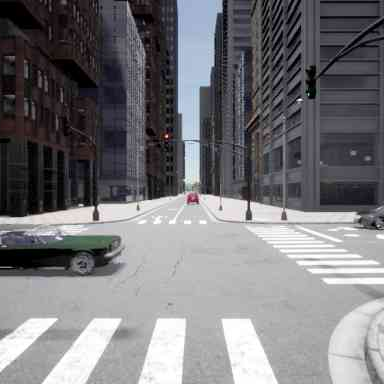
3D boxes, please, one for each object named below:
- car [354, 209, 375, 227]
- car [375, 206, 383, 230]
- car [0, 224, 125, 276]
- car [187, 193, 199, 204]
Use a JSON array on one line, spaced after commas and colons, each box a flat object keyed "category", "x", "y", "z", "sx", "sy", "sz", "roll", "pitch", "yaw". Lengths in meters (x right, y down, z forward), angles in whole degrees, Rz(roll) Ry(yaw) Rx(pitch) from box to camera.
[{"category": "car", "x": 12.186, "y": 1.395, "z": 19.603, "sx": 4.902, "sy": 1.511, "sz": 2.128, "roll": 0, "pitch": 0, "yaw": 2}, {"category": "car", "x": 12.159, "y": 1.403, "z": 16.372, "sx": 4.902, "sy": 1.511, "sz": 2.128, "roll": 0, "pitch": 0, "yaw": -1}, {"category": "car", "x": -4.437, "y": 1.611, "z": 9.740, "sx": 4.718, "sy": 1.301, "sz": 1.895, "roll": 0, "pitch": 0, "yaw": 0}, {"category": "car", "x": 0.196, "y": 1.246, "z": 62.342, "sx": 2.150, "sy": 2.045, "sz": 5.566, "roll": 0, "pitch": 0, "yaw": 0}]
